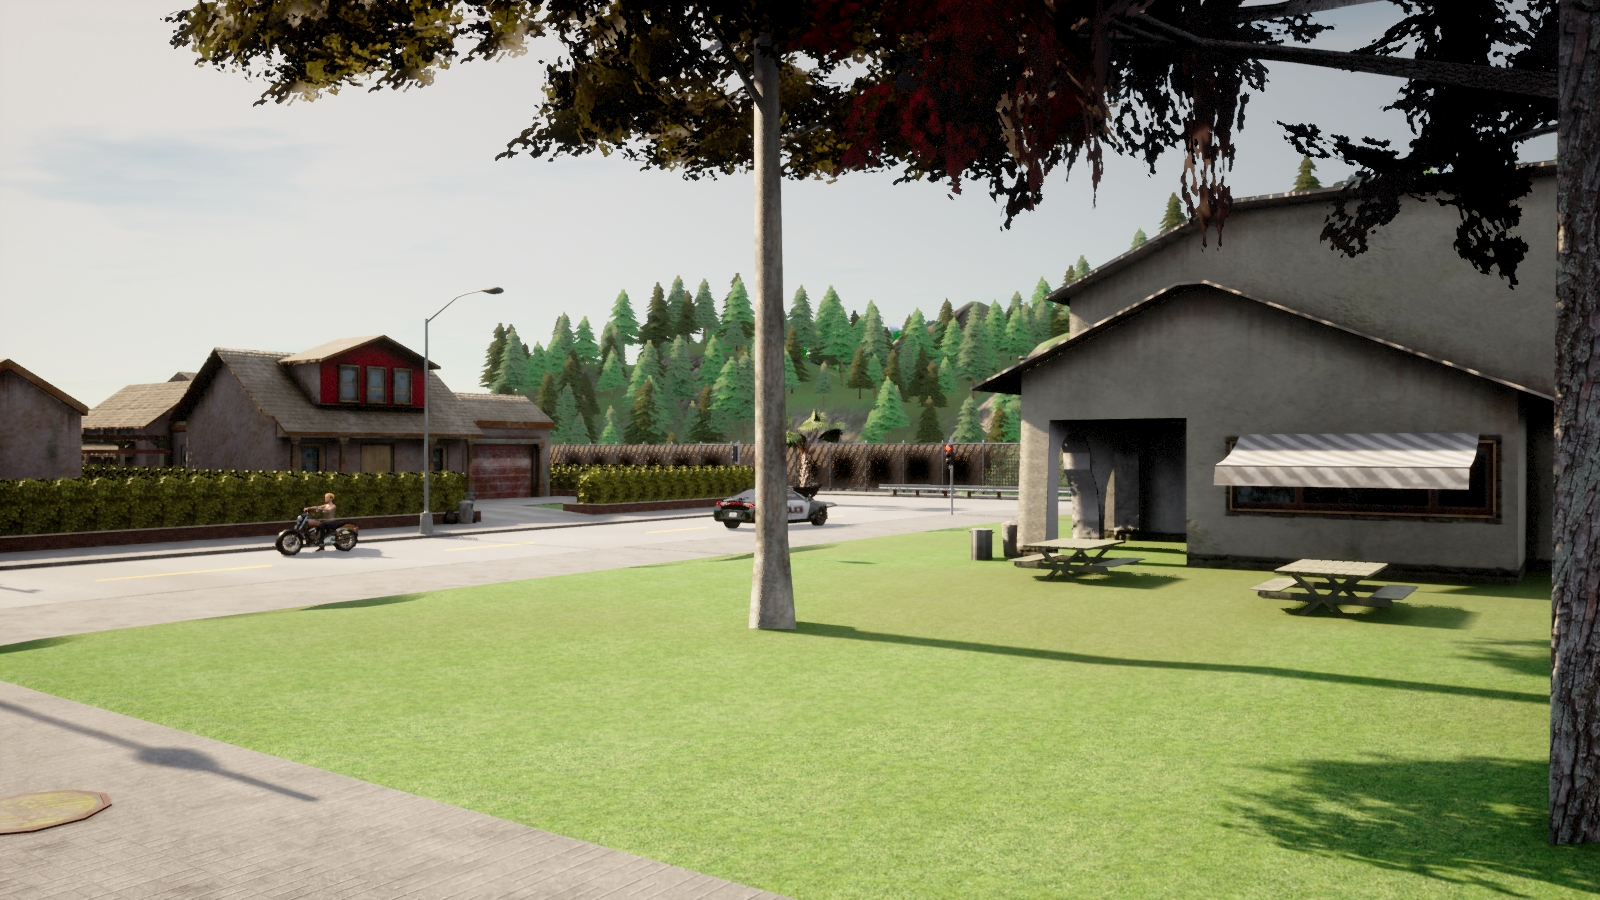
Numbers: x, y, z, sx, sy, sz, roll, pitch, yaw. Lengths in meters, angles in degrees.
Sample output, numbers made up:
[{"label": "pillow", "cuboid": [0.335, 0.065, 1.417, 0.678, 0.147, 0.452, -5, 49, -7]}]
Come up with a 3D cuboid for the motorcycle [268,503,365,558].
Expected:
[{"label": "motorcycle", "cuboid": [-13.052, 2.155, 30.913, 0.764, 1.307, 2.356, 0, 0, 35]}]

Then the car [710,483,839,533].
[{"label": "car", "cuboid": [-0.850, 2.038, 41.431, 2.038, 1.542, 4.974, 0, 0, 37]}]
